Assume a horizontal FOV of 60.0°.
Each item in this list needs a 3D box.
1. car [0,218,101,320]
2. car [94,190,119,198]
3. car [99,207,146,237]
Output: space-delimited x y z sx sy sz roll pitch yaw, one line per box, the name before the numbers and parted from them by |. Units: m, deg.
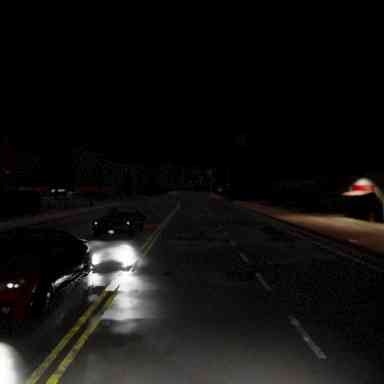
car | -3.612 1.513 7.160 1.994 1.385 4.181 0 0 0
car | -21.699 0.545 84.208 4.605 1.855 1.932 0 0 0
car | -3.633 1.475 17.234 1.895 1.301 4.718 0 0 0
